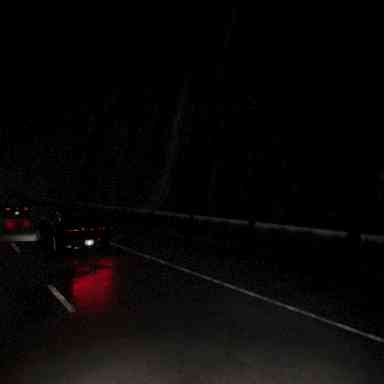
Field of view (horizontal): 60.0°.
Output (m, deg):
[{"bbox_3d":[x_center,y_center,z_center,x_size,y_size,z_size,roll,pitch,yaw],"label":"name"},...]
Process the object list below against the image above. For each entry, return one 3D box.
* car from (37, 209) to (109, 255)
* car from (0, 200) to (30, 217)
[{"bbox_3d":[-4.869,1.446,13.327,1.837,1.490,4.892,0,0,-35],"label":"car"},{"bbox_3d":[-15.262,1.364,28.445,1.895,1.301,4.718,0,1,-34],"label":"car"}]
